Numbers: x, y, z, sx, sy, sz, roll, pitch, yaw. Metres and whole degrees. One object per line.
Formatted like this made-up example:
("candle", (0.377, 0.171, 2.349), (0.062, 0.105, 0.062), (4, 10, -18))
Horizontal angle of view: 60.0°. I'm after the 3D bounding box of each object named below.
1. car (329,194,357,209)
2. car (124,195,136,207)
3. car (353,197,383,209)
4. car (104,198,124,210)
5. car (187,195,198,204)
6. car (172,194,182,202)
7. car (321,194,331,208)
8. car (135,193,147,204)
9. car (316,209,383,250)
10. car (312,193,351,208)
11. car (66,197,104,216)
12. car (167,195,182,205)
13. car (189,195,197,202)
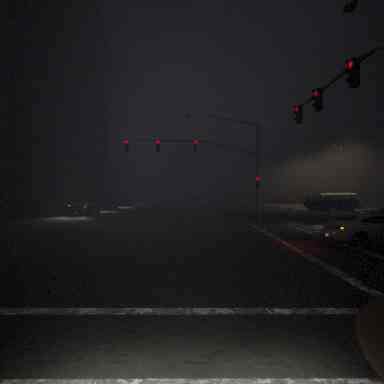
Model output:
("car", (21.805, 1.451, 46.599), (3.806, 1.475, 1.970), (0, 0, 1))
("car", (-10.530, 1.564, 52.285), (1.994, 1.385, 4.181), (0, 0, 1))
("car", (13.263, 1.407, 21.255), (4.553, 1.767, 2.097), (0, 0, 1))
("car", (-10.609, 1.547, 42.353), (2.033, 1.411, 5.357), (0, 0, 0))
("car", (0.133, 1.352, 63.691), (2.097, 1.767, 4.553), (0, 0, 0))
("car", (-3.289, 1.355, 74.479), (2.097, 1.767, 4.553), (0, 0, 0))
("car", (21.847, 1.419, 49.494), (3.905, 1.438, 1.784), (0, 0, 1))
("car", (-10.374, 1.220, 66.235), (2.150, 2.045, 5.566), (0, 0, 1))
("car", (8.023, 1.582, 14.111), (4.674, 1.442, 1.812), (0, 0, 1))
("car", (21.834, 1.209, 52.178), (4.605, 1.855, 1.932), (0, 0, 1))
("car", (-10.673, 1.352, 32.854), (2.097, 1.767, 4.553), (0, 0, 0))
("car", (-3.300, 1.564, 58.882), (1.994, 1.385, 4.181), (0, 0, 0))
("car", (0.206, 1.362, 73.820), (1.837, 1.490, 4.892), (0, 0, 0))
